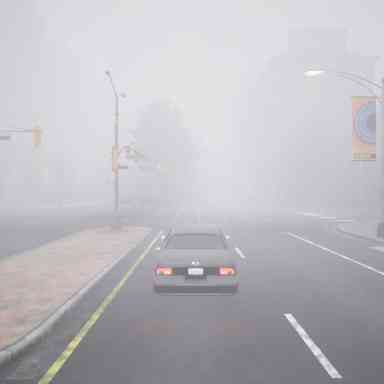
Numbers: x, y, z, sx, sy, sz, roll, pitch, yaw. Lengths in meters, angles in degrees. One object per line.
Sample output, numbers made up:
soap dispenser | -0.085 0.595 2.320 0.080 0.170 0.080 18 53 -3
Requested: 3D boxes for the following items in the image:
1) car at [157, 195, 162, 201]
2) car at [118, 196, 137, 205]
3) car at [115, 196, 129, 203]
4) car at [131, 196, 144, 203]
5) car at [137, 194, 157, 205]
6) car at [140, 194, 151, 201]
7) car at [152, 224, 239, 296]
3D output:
car | -7.907 1.524 69.227 1.812 1.442 4.674 0 0 0
car | -11.488 1.491 59.647 2.128 1.511 4.902 0 0 0
car | -14.656 1.595 69.450 1.895 1.301 4.718 0 0 0
car | -11.406 1.525 69.901 2.128 1.511 4.902 0 0 0
car | -7.993 1.564 58.962 1.994 1.385 4.181 0 0 1
car | -11.390 1.355 81.214 2.097 1.767 4.553 0 0 0
car | 0.086 1.547 8.801 2.033 1.411 5.357 0 0 0
